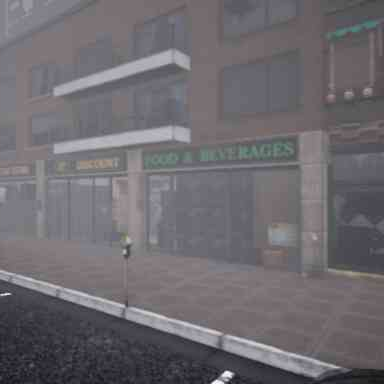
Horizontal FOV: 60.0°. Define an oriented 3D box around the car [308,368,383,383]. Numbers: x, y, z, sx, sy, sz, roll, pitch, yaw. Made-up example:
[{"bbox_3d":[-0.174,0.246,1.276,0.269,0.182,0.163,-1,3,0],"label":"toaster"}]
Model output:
[{"bbox_3d":[2.333,1.568,1.216,4.313,1.339,1.947,0,0,35],"label":"car"}]
